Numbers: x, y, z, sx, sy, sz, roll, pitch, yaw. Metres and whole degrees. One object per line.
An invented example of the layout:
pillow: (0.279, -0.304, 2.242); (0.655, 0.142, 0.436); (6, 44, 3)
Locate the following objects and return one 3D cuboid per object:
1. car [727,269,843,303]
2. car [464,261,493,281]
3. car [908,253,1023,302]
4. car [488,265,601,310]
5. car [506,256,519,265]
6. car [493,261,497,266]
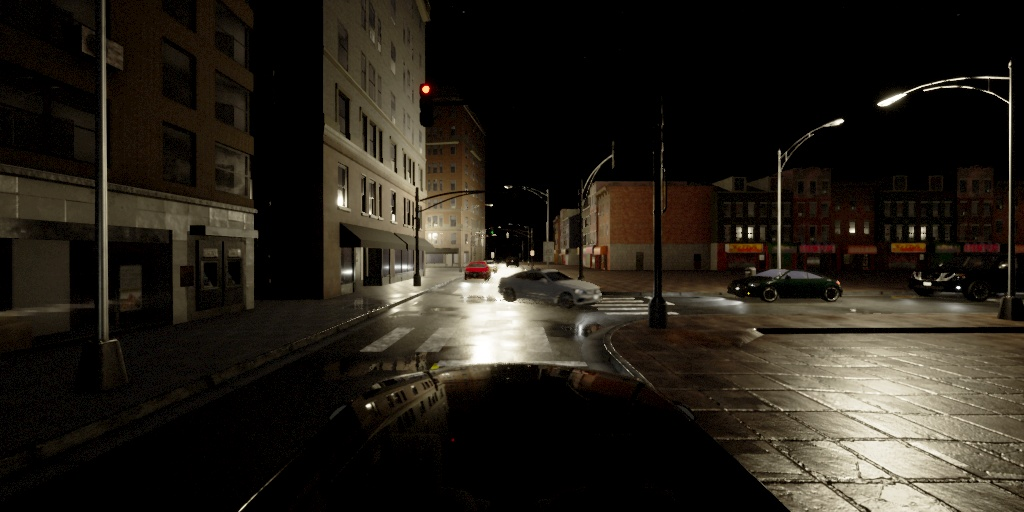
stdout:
car: (12.042, 1.261, 15.988); (4.181, 1.385, 1.994); (0, 0, 0)
car: (-2.857, 1.230, 30.043); (1.882, 1.535, 5.008); (0, 0, 0)
car: (21.320, 0.884, 16.038); (5.566, 2.045, 2.150); (0, 0, 0)
car: (1.402, 1.271, 14.963); (4.674, 1.442, 1.812); (0, 0, 42)
car: (0.080, 0.991, 61.384); (2.150, 2.045, 5.566); (0, 0, 0)
car: (-2.832, 1.283, 43.930); (1.812, 1.442, 4.674); (0, 0, 1)
